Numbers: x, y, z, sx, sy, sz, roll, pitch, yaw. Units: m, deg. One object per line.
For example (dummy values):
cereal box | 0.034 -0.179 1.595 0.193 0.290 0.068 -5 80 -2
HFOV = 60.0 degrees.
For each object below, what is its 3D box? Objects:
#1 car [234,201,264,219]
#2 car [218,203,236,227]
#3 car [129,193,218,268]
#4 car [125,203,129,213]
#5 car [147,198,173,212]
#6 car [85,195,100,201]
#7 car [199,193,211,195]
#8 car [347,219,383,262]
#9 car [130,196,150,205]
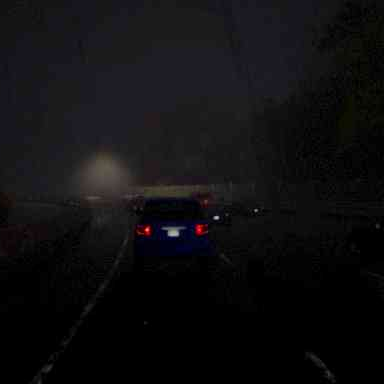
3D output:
car | 4.243 1.447 28.117 1.994 1.385 4.181 0 0 -25
car | 1.077 1.481 21.629 1.994 1.385 4.181 0 0 -11
car | -0.738 1.179 11.356 2.150 2.045 5.566 0 0 -6
car | -5.242 1.448 32.052 2.033 1.411 5.357 0 0 -18
car | -3.804 1.437 38.359 1.994 1.385 4.181 0 0 -20
car | -23.059 1.393 76.655 1.895 1.301 4.718 0 0 -38
car | 0.548 1.086 36.684 2.150 2.045 5.566 0 0 -19
car | 6.413 1.295 9.418 2.097 1.767 4.553 0 0 -5
car | -8.926 1.387 56.724 1.994 1.385 4.181 0 0 -30
